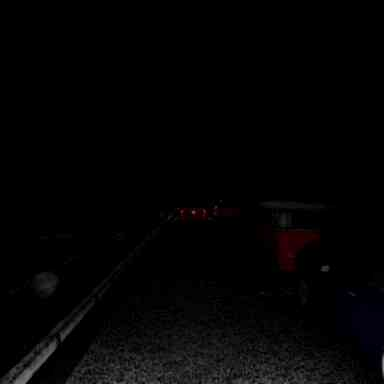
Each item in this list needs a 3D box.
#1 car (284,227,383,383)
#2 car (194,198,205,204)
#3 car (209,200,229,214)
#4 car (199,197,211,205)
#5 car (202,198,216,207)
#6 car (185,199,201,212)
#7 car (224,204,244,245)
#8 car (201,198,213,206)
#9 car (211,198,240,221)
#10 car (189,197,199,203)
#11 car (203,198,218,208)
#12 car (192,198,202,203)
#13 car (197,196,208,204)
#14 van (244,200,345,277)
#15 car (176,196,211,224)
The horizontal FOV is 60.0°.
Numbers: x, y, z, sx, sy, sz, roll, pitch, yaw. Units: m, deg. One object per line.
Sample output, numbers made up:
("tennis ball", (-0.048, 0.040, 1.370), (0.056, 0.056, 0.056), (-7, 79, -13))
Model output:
("car", (2.999, 1.525, 4.713), (2.002, 1.452, 4.674), (0, 0, 0))
("car", (1.840, 2.121, 82.230), (2.163, 1.488, 4.792), (0, -1, -5))
("car", (3.016, 1.680, 37.967), (2.002, 1.452, 4.674), (0, 0, 0))
("car", (2.679, 1.943, 71.011), (2.097, 1.535, 5.008), (0, -1, -2))
("car", (3.018, 1.802, 59.921), (2.231, 1.521, 4.892), (0, -1, 0))
("car", (0.124, 1.672, 43.022), (1.882, 1.535, 5.008), (0, 0, 0))
("car", (3.006, 1.519, 15.754), (2.231, 1.521, 4.892), (0, 0, 0))
("car", (2.908, 1.910, 65.467), (2.002, 1.452, 4.674), (0, -1, -1))
("car", (3.013, 1.477, 32.291), (2.185, 1.767, 4.553), (0, 0, 0))
("car", (0.575, 2.239, 93.096), (2.231, 1.521, 4.892), (0, -1, -7))
("car", (3.024, 1.751, 54.401), (2.231, 1.521, 4.892), (0, 0, 0))
("car", (1.260, 2.205, 87.718), (2.002, 1.452, 4.674), (0, -1, -6))
("car", (2.334, 1.891, 76.525), (2.185, 1.767, 4.553), (0, -1, -4))
("van", (3.003, 1.274, 10.357), (1.878, 1.987, 4.442), (0, 0, 0))
("car", (0.111, 1.435, 25.283), (2.097, 1.767, 4.553), (0, 0, 0))
